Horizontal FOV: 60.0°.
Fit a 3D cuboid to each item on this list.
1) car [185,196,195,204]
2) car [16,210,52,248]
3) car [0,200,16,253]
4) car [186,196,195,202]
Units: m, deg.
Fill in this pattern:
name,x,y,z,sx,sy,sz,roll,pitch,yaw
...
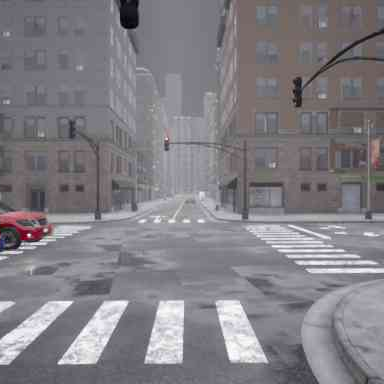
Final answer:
name,x,y,z,sx,sy,sz,roll,pitch,yaw
car,-0.337,1.642,63.739,1.895,1.301,4.718,0,0,0
car,-8.866,1.244,13.851,5.566,2.045,2.150,0,0,0
car,-8.709,1.244,10.082,5.566,2.045,2.150,0,0,7
car,-0.410,1.475,73.744,1.895,1.301,4.718,0,0,0
